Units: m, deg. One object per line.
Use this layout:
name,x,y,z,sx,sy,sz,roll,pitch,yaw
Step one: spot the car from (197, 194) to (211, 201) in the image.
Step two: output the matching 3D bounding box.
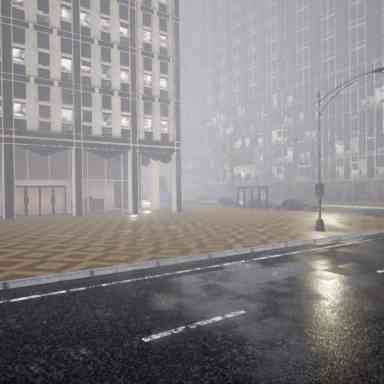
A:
car,2.586,1.043,64.128,1.802,1.307,4.206,0,1,-34

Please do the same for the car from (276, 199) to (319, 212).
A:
car,11.657,1.424,35.886,1.947,1.339,4.313,0,1,-34

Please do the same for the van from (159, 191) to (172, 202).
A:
van,-4.322,0.937,59.383,1.690,1.788,3.998,0,1,-34

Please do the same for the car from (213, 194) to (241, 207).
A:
car,5.284,1.319,45.301,1.947,1.339,4.313,0,1,-34

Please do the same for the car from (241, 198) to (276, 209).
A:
car,8.453,1.388,40.583,1.802,1.307,4.206,0,1,-34

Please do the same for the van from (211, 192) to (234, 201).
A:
van,5.803,0.855,59.439,1.690,1.788,3.998,0,1,-34

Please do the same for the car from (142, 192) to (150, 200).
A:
car,-10.757,1.040,68.756,2.008,1.369,4.403,0,1,-34

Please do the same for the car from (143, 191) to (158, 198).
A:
car,-10.283,0.686,82.867,1.967,1.590,4.097,0,1,-34

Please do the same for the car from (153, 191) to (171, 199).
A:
car,-7.066,0.615,78.181,2.192,1.841,5.009,0,1,-34
